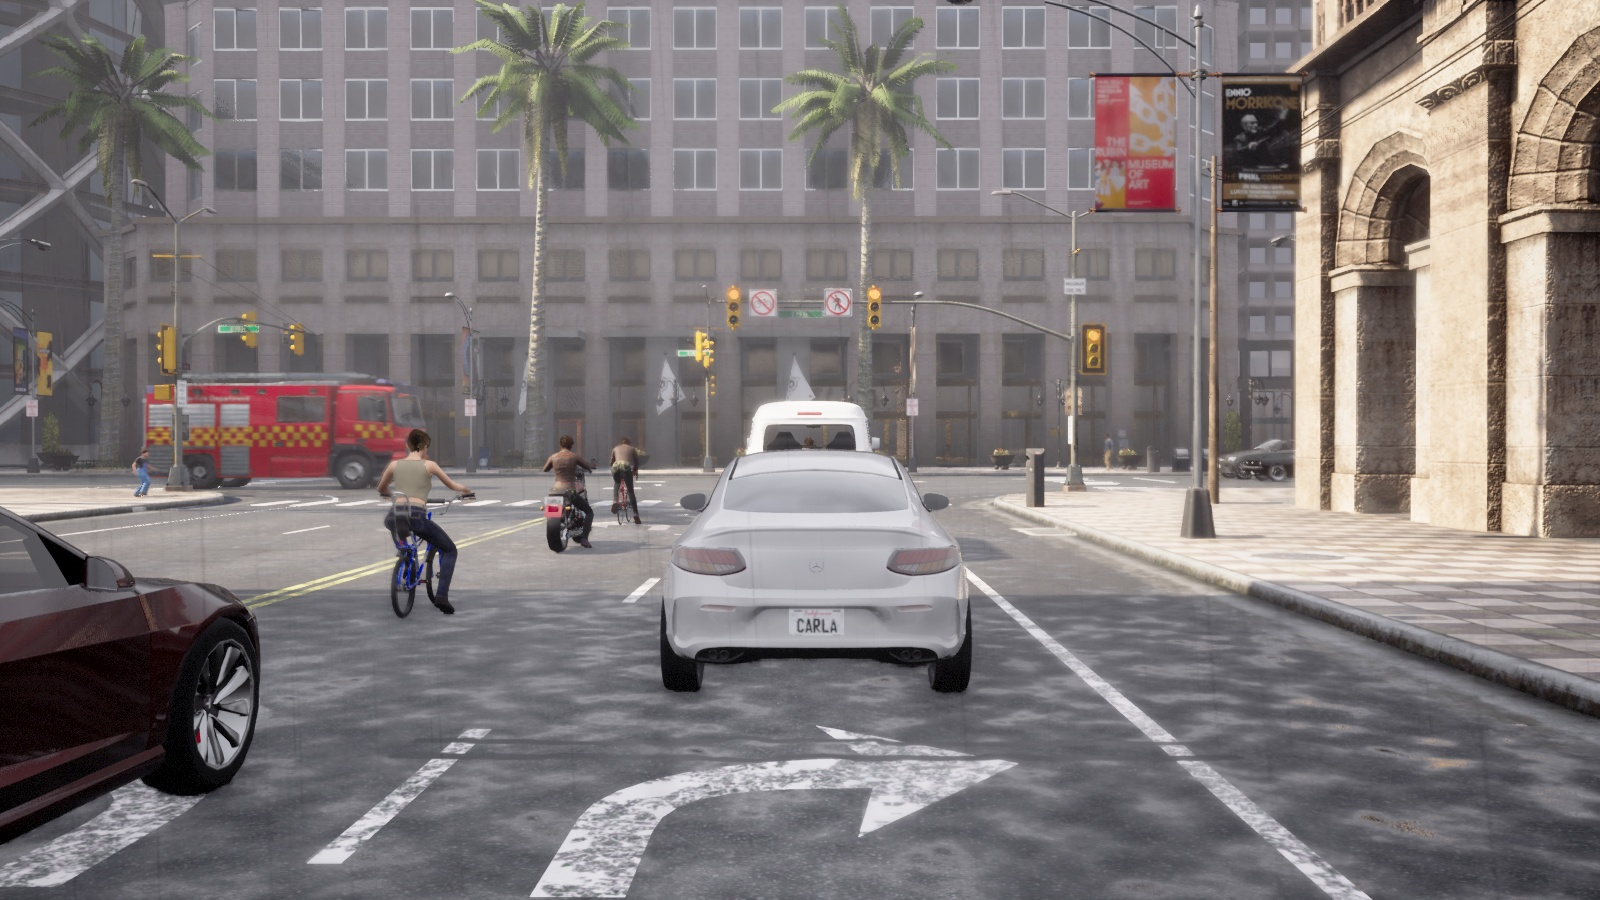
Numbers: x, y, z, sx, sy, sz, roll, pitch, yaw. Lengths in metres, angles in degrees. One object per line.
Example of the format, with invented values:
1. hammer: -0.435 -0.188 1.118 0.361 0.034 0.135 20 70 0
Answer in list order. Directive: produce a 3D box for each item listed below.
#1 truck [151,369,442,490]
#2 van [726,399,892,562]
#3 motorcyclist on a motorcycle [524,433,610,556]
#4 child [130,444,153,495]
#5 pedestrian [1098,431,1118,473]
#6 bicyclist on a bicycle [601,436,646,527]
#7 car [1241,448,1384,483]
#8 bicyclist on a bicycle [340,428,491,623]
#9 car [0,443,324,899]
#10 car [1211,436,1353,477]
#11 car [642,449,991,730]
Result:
1. truck: -16.490 -0.666 41.526 8.468 3.827 2.891 0 0 1
2. van: 0.170 0.369 17.908 2.069 2.038 4.480 0 0 1
3. motorcyclist on a motorcycle: -3.299 0.593 17.981 0.766 1.649 2.350 0 0 1
4. child: -16.480 0.493 31.417 0.437 1.263 0.270 0 0 0
5. pedestrian: 14.302 0.086 58.282 0.788 1.949 0.423 0 0 -10
6. bicyclist on a bicycle: -3.256 0.565 23.313 0.582 1.620 1.656 0 0 1
7. car: 19.545 0.591 48.045 4.718 1.301 1.895 0 0 1
8. bicyclist on a bicycle: -3.366 0.617 11.144 0.866 1.612 1.509 0 0 0
9. car: -3.449 0.722 3.799 2.163 1.488 4.792 0 0 1
10. car: 19.711 0.250 51.521 5.027 1.651 2.152 0 0 1
11. car: 0.104 0.722 8.867 1.812 1.442 4.674 0 0 0
